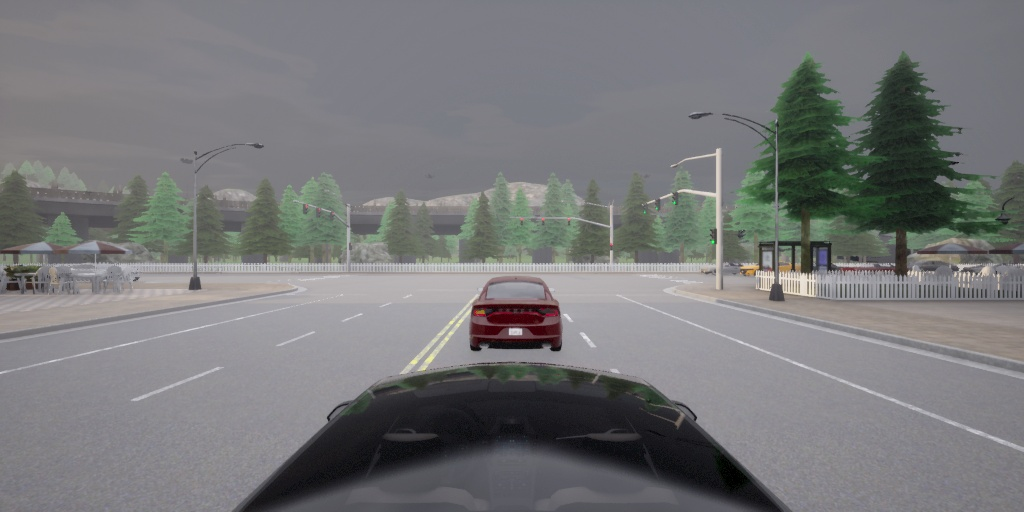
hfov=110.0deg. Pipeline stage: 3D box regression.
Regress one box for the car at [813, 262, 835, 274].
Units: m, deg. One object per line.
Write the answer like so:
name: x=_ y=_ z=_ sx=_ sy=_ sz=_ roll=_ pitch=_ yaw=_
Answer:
car: x=31.051 y=1.295 z=36.510 sx=4.718 sy=1.301 sz=1.895 roll=0 pitch=0 yaw=2

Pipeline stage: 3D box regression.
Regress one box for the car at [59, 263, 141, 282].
car: x=-30.108 y=1.220 z=26.230 sx=4.674 sy=1.442 sz=1.812 roll=0 pitch=0 yaw=-1

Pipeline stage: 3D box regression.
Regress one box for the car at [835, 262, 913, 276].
car: x=33.121 y=1.295 z=32.935 sx=4.718 sy=1.301 sz=1.895 roll=0 pitch=0 yaw=2

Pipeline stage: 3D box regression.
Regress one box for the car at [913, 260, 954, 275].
car: x=40.966 y=1.197 z=35.708 sx=4.892 sy=1.490 sz=1.837 roll=-1 pitch=0 yaw=10

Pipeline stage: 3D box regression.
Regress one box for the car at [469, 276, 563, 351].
car: x=0.103 y=1.228 z=9.002 sx=1.882 sy=1.535 sz=5.008 roll=0 pitch=0 yaw=1

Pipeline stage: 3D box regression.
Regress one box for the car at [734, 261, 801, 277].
car: x=23.818 y=1.172 z=33.127 sx=5.008 sy=1.535 sz=1.882 roll=0 pitch=0 yaw=1

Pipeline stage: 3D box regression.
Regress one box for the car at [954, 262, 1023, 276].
car: x=43.004 y=1.258 z=31.788 sx=4.181 sy=1.385 sz=1.994 roll=0 pitch=0 yaw=14

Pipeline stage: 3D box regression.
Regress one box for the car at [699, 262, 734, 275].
car: x=21.882 y=1.295 z=36.659 sx=4.718 sy=1.301 sz=1.895 roll=0 pitch=0 yaw=1
